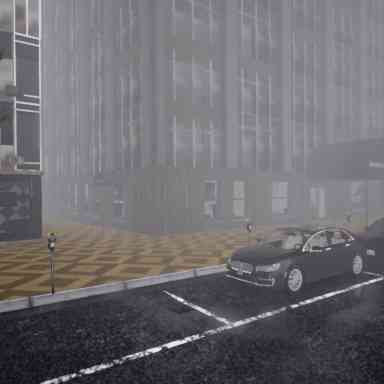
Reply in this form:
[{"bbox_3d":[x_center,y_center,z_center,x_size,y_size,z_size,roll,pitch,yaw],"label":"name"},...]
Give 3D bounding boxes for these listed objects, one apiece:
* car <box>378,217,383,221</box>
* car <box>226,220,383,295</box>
[{"bbox_3d":[7.456,1.563,11.934,4.313,1.339,1.947,0,-1,-36],"label":"car"},{"bbox_3d":[2.838,1.549,8.620,4.403,1.369,2.008,0,-1,-36],"label":"car"}]
